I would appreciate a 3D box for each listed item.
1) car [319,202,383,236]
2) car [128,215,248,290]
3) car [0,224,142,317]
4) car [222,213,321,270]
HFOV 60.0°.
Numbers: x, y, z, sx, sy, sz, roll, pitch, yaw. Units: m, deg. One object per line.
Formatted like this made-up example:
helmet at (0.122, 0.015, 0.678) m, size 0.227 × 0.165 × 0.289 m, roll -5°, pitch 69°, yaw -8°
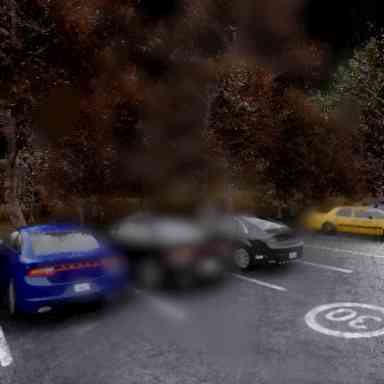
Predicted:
car at (8.151, 1.345, 15.645) m, size 1.946 × 1.575 × 5.366 m, roll -1°, pitch 1°, yaw -35°
car at (-1.033, 1.471, 9.316) m, size 2.097 × 1.535 × 5.008 m, roll 0°, pitch 0°, yaw -35°
car at (-3.305, 1.480, 7.696) m, size 2.097 × 1.535 × 5.008 m, roll 0°, pitch 0°, yaw -35°
car at (1.343, 1.453, 11.010) m, size 2.231 × 1.521 × 4.892 m, roll 0°, pitch 0°, yaw -36°
